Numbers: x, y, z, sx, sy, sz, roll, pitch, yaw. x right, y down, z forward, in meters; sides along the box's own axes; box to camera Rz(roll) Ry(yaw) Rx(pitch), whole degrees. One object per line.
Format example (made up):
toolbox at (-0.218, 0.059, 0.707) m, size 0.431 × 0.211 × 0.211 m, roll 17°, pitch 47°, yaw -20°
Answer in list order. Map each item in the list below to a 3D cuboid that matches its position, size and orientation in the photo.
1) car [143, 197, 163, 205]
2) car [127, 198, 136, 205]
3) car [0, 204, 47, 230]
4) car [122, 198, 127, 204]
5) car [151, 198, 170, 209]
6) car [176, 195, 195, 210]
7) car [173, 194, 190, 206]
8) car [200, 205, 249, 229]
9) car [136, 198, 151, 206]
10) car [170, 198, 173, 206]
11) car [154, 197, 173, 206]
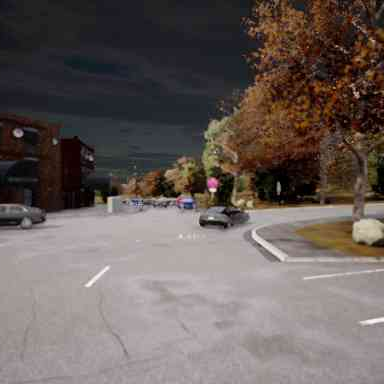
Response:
car at (-8.409, 1.936, 71.093) m, size 2.231 × 1.521 × 4.892 m, roll -1°, pitch -1°, yaw -35°
car at (-11.926, 2.068, 75.549) m, size 2.097 × 1.535 × 5.008 m, roll -1°, pitch 0°, yaw -41°
car at (-11.408, 1.478, 20.038) m, size 4.892 × 1.521 × 2.231 m, roll -1°, pitch 0°, yaw -20°
car at (-15.752, 2.252, 79.985) m, size 4.892 × 1.521 × 2.231 m, roll -4°, pitch -2°, yaw 42°
car at (-4.607, 1.697, 48.528) m, size 1.994 × 1.385 × 4.181 m, roll 0°, pitch -1°, yaw -6°
car at (-0.642, 1.559, 43.774) m, size 2.097 × 1.535 × 5.008 m, roll 0°, pitch -1°, yaw -1°
car at (-1.001, 1.375, 49.761) m, size 2.435 × 2.045 × 5.566 m, roll 0°, pitch -1°, yaw -7°
car at (2.208, 1.526, 21.977) m, size 1.994 × 1.385 × 4.181 m, roll 0°, pitch 1°, yaw 31°
car at (-8.987, 1.966, 64.849) m, size 1.994 × 1.385 × 4.181 m, roll -1°, pitch -1°, yaw -25°
car at (-3.453, 1.788, 60.922) m, size 2.231 × 1.521 × 4.892 m, roll 0°, pitch 0°, yaw -18°
car at (-5.658, 1.864, 66.221) m, size 2.097 × 1.535 × 5.008 m, roll -1°, pitch -1°, yaw -27°
